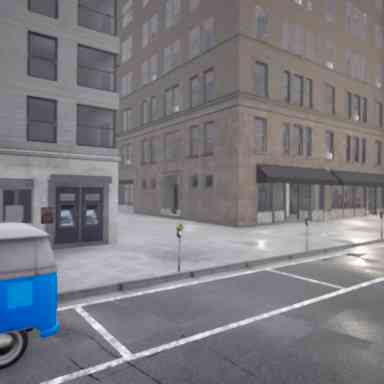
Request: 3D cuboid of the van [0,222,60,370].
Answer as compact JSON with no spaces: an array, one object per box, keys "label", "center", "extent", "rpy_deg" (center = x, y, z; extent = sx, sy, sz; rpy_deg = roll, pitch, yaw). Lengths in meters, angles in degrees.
[{"label":"van","center":[-3.747,1.341,4.079],"extent":[3.998,1.788,1.690],"rpy_deg":[0,1,-35]}]
